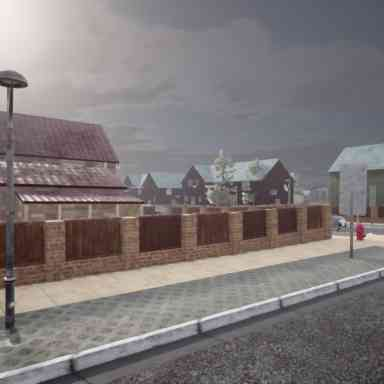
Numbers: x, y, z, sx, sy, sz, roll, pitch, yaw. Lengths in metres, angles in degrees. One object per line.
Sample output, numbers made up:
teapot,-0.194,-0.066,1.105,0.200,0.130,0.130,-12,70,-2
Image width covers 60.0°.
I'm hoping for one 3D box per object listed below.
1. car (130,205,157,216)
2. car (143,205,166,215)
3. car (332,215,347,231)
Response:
car,-7.099,2.711,48.362,1.837,1.490,4.892,1,-3,-36
car,-3.817,2.371,38.831,2.128,1.511,4.902,1,-3,-36
car,7.939,1.813,22.608,2.128,1.511,4.902,1,-2,-36
